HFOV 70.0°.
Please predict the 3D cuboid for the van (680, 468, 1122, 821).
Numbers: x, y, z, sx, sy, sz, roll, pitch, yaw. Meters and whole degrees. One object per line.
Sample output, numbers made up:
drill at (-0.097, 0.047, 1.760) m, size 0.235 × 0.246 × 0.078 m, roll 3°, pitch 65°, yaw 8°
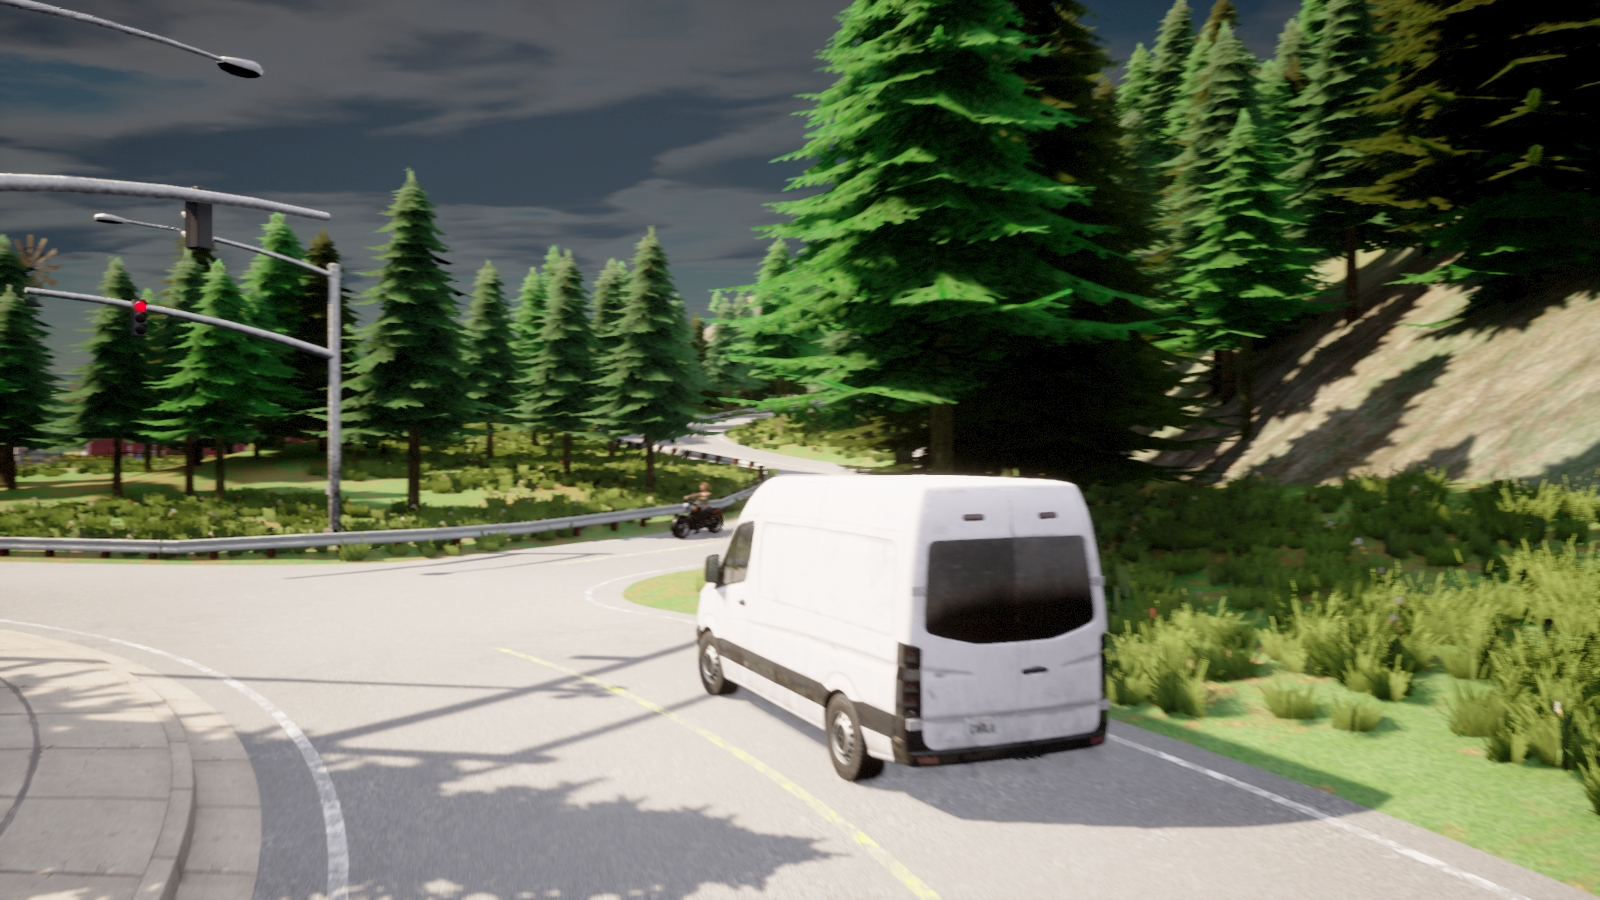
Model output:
van at (0.581, 1.507, 11.689) m, size 1.988 × 2.561 × 5.915 m, roll 0°, pitch 0°, yaw -22°
